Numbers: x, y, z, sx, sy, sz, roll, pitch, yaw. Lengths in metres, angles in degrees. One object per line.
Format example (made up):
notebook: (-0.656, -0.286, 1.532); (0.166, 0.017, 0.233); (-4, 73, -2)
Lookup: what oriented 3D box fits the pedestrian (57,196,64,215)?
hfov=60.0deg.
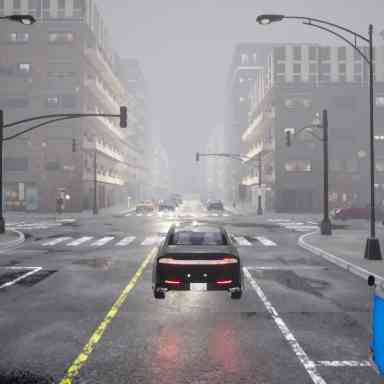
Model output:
pedestrian: (-12.464, 1.217, 31.355); (0.375, 1.860, 0.375); (0, -1, 1)

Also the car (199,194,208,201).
car: (2.911, 1.351, 85.017); (2.192, 1.841, 5.009); (1, 0, 0)

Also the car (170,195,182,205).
car: (-2.972, 1.544, 50.778); (1.812, 1.442, 4.674); (0, 0, 0)

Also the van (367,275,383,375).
van: (2.679, 1.342, 1.930); (1.690, 1.788, 3.998); (1, 0, 0)

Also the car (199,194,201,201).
car: (2.867, 1.552, 68.259); (1.752, 1.417, 4.829); (1, 0, 0)

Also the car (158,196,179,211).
car: (-3.003, 1.562, 40.874); (2.033, 1.411, 5.357); (0, 0, 0)

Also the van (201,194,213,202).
van: (2.843, 1.362, 56.804); (1.690, 1.788, 3.998); (1, 0, 0)

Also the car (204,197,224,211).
car: (2.799, 1.580, 39.877); (1.947, 1.339, 4.313); (1, 0, 0)

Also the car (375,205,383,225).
car: (13.586, 1.583, 19.654); (4.313, 1.339, 1.947); (0, -1, 1)

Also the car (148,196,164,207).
car: (-5.553, 1.459, 51.182); (1.967, 1.590, 4.097); (1, 0, 0)

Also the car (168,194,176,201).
car: (-5.458, 1.480, 90.680); (1.967, 1.590, 4.097); (1, 0, 0)

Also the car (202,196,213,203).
car: (2.812, 1.567, 45.519); (2.008, 1.369, 4.403); (1, 0, 0)

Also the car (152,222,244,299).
car: (0.121, 1.494, 8.419); (2.128, 1.511, 4.902); (0, 0, 0)

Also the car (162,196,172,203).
car: (-5.500, 1.574, 73.752); (1.887, 1.381, 4.507); (1, 0, 0)

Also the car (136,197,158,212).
car: (-5.581, 1.539, 39.726); (1.752, 1.417, 4.829); (1, 0, 0)

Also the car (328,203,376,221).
car: (13.709, 1.608, 28.035); (4.097, 1.590, 1.967); (0, -1, 1)

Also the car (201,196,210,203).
car: (2.879, 1.612, 73.732); (1.802, 1.307, 4.206); (1, 0, 0)

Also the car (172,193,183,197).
car: (-2.915, 1.245, 61.515); (2.150, 2.045, 5.566); (0, 0, 1)
